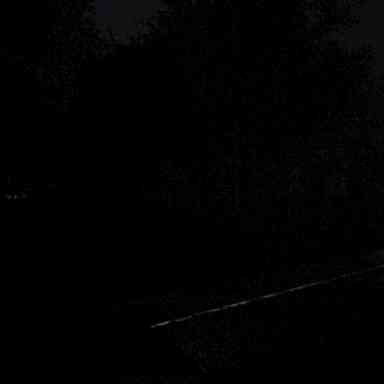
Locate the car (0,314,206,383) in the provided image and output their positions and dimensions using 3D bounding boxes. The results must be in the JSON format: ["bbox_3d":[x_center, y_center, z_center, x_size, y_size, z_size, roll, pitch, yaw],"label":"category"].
[{"bbox_3d":[-2.415,1.547,2.026,5.357,1.411,2.033,0,0,-35],"label":"car"}]
